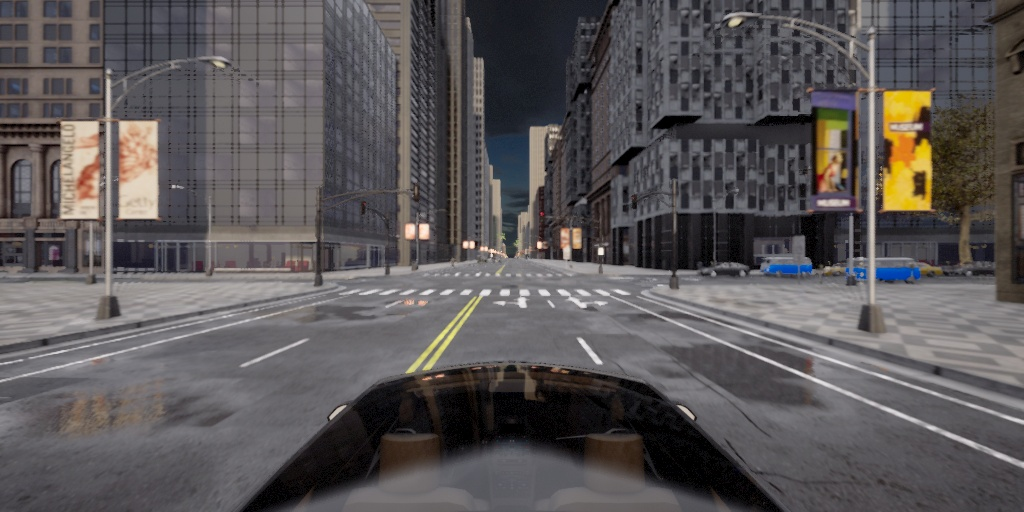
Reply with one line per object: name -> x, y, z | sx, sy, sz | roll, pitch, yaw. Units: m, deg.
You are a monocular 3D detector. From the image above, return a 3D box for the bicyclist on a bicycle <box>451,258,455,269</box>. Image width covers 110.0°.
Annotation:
bicyclist on a bicycle -> -8.772, 1.087, 53.014 | 0.659, 1.776, 1.843 | 0, 0, 0

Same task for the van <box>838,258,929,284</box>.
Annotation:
van -> 24.704, 1.012, 23.932 | 3.998, 1.789, 1.690 | 0, 0, 0

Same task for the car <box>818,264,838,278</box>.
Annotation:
car -> 30.184, 1.188, 32.436 | 4.829, 1.417, 1.751 | 0, 0, 0

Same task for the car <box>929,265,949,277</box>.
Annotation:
car -> 35.803, 1.178, 32.413 | 4.829, 1.417, 1.751 | 0, 0, 0

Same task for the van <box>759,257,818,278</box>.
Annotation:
van -> 24.737, 1.014, 32.457 | 3.998, 1.789, 1.690 | 0, 0, 0

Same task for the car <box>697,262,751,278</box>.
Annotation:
car -> 19.118, 1.235, 32.480 | 4.403, 1.370, 2.007 | 0, 0, 0

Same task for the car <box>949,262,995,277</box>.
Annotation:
car -> 41.591, 1.193, 32.390 | 4.403, 1.370, 2.007 | 0, 0, 0
